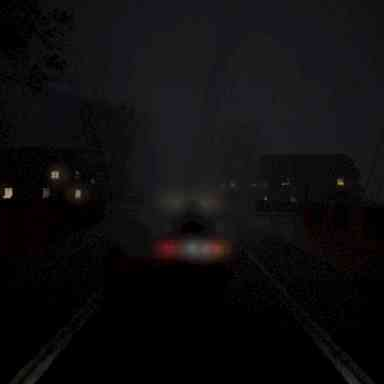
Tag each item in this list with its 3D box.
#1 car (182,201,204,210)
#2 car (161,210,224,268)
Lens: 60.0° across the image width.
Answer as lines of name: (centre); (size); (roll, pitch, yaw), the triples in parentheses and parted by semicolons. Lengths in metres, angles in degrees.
car: (0.090, 1.554, 30.420); (1.882, 1.535, 5.008); (1, 1, 0)
car: (0.042, 1.552, 11.250); (2.033, 1.411, 5.357); (0, 0, 1)
